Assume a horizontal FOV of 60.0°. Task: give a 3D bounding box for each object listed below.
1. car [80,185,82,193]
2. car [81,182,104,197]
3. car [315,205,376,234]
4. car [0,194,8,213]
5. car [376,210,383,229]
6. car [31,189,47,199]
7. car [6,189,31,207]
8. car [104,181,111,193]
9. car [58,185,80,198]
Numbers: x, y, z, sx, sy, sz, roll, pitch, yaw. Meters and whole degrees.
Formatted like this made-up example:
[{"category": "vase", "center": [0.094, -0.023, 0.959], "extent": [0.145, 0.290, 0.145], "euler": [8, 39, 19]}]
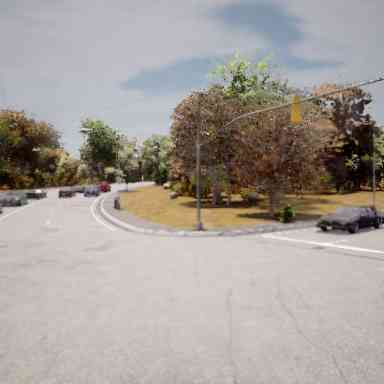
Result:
[{"category": "car", "center": [-20.370, -0.540, 61.345], "extent": [1.994, 1.385, 4.181], "euler": [0, 4, -1]}, {"category": "car", "center": [-15.917, -0.231, 53.522], "extent": [2.097, 1.767, 4.553], "euler": [0, 4, -7]}, {"category": "car", "center": [9.395, 1.499, 19.341], "extent": [5.357, 1.411, 2.033], "euler": [-1, 1, -38]}, {"category": "car", "center": [-17.521, 1.253, 28.502], "extent": [1.812, 1.442, 4.674], "euler": [0, 2, -19]}, {"category": "car", "center": [11.603, 1.441, 16.565], "extent": [4.902, 1.511, 2.128], "euler": [-1, 1, -35]}, {"category": "car", "center": [-22.399, 0.307, 47.896], "extent": [1.895, 1.301, 4.718], "euler": [0, 3, -9]}, {"category": "car", "center": [-20.341, 0.651, 38.057], "extent": [2.097, 1.767, 4.553], "euler": [0, 3, -14]}, {"category": "car", "center": [-16.947, -0.999, 63.327], "extent": [2.150, 2.045, 5.566], "euler": [0, 4, -1]}, {"category": "car", "center": [-19.189, 0.002, 51.368], "extent": [1.882, 1.535, 5.008], "euler": [0, 4, -8]}]
